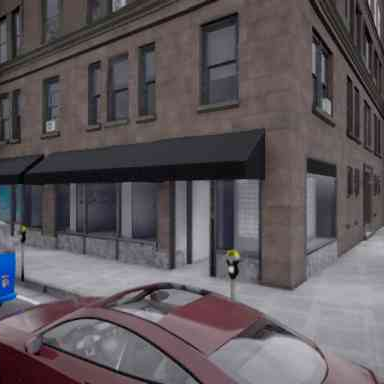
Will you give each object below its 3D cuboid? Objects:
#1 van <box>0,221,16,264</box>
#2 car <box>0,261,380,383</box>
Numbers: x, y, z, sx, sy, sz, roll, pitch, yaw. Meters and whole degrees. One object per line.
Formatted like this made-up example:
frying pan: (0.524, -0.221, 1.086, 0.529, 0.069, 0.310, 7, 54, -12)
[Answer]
van: (-5.091, 1.338, 6.479, 3.998, 1.788, 1.690, 0, 0, 36)
car: (-0.475, 1.580, 3.187, 4.206, 1.307, 1.802, 0, 0, 36)
